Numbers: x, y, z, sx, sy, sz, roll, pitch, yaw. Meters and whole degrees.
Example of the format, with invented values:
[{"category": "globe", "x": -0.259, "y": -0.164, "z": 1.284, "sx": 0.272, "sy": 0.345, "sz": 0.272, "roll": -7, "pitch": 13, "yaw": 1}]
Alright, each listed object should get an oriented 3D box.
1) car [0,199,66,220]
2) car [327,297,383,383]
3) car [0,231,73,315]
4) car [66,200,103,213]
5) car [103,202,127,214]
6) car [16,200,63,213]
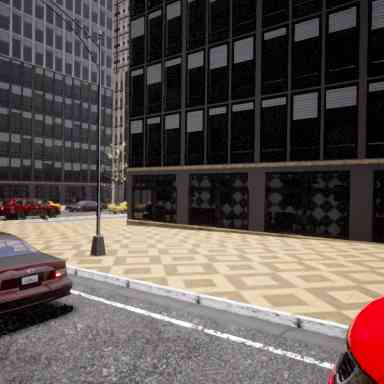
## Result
[{"category": "car", "x": -14.424, "y": 1.519, "z": 29.816, "sx": 2.192, "sy": 1.841, "sz": 5.009, "roll": 1, "pitch": 0, "yaw": 37}, {"category": "car", "x": 3.453, "y": 1.222, "z": 1.212, "sx": 5.566, "sy": 2.045, "sz": 2.150, "roll": 0, "pitch": 0, "yaw": 36}, {"category": "car", "x": -4.819, "y": 1.544, "z": 7.137, "sx": 5.357, "sy": 1.411, "sz": 2.033, "roll": 0, "pitch": 0, "yaw": 35}, {"category": "car", "x": -13.039, "y": 1.748, "z": 41.389, "sx": 2.033, "sy": 1.411, "sz": 5.357, "roll": 1, "pitch": 0, "yaw": 37}, {"category": "car", "x": -7.603, "y": 1.830, "z": 39.010, "sx": 1.752, "sy": 1.417, "sz": 4.829, "roll": 1, "pitch": 0, "yaw": 37}, {"category": "car", "x": -17.898, "y": 1.643, "z": 39.199, "sx": 1.752, "sy": 1.417, "sz": 4.829, "roll": 1, "pitch": 0, "yaw": 37}]
